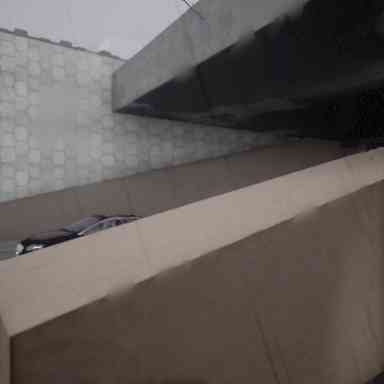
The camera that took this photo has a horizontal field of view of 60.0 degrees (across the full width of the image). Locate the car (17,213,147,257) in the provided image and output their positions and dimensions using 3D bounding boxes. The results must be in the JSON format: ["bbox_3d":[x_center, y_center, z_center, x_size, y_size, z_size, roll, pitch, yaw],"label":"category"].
[{"bbox_3d":[-2.797,1.461,10.570,4.902,1.511,2.128,0,0,-35],"label":"car"}]
